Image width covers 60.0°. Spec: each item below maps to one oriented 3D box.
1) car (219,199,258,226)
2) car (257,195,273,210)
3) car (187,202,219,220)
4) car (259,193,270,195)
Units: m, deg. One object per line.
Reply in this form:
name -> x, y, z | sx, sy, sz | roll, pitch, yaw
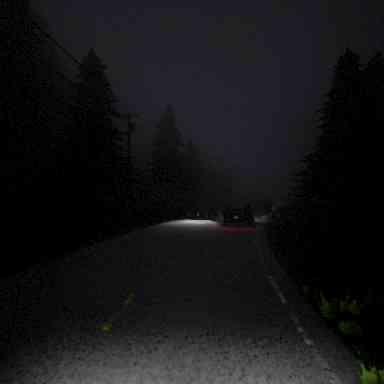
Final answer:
car -> 3.458, 1.491, 24.036 | 1.882, 1.535, 5.008 | 0, 0, 14
car -> 8.798, 1.522, 41.002 | 2.128, 1.511, 4.902 | 0, 0, 18
car -> 1.037, 1.573, 28.149 | 1.994, 1.385, 4.181 | 0, 0, 17
car -> 14.376, 1.284, 66.349 | 2.150, 2.045, 5.566 | 0, 0, 22
